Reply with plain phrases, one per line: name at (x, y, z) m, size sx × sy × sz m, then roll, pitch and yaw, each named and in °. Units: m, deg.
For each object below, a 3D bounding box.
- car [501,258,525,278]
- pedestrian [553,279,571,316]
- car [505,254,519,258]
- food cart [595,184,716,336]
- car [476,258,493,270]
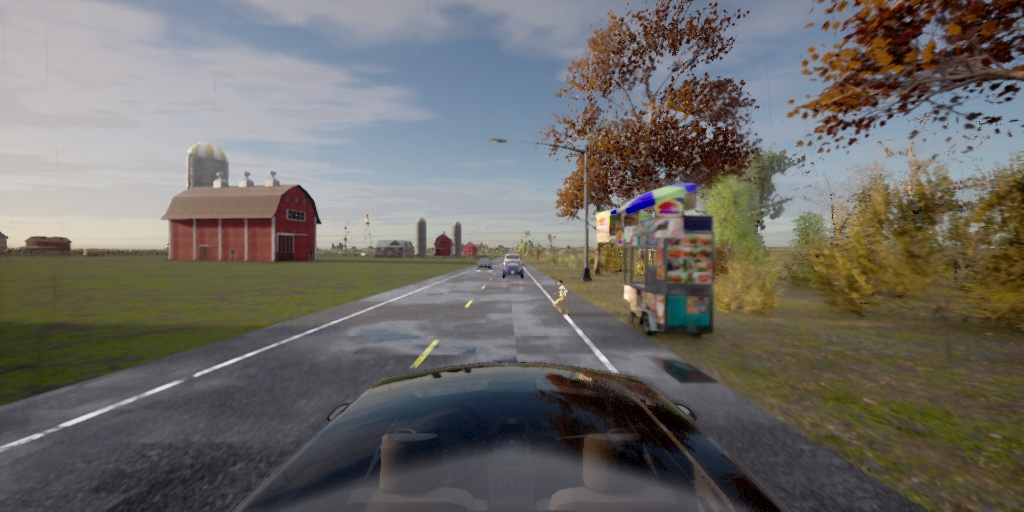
car at (0.095, 1.150, 31.330) m, size 1.812 × 1.442 × 4.674 m, roll 0°, pitch 0°, yaw 1°
pedestrian at (1.636, 1.283, 11.554) m, size 0.375 × 1.300 × 0.375 m, roll -1°, pitch 1°, yaw -3°
car at (0.062, 0.777, 46.878) m, size 2.150 × 2.045 × 5.566 m, roll 0°, pitch 1°, yaw 0°
food cart at (4.002, 0.181, 10.044) m, size 2.280 × 3.560 × 4.660 m, roll 0°, pitch 0°, yaw 0°
car at (-3.573, 1.056, 47.314) m, size 1.837 × 1.490 × 4.892 m, roll 0°, pitch 1°, yaw 0°
